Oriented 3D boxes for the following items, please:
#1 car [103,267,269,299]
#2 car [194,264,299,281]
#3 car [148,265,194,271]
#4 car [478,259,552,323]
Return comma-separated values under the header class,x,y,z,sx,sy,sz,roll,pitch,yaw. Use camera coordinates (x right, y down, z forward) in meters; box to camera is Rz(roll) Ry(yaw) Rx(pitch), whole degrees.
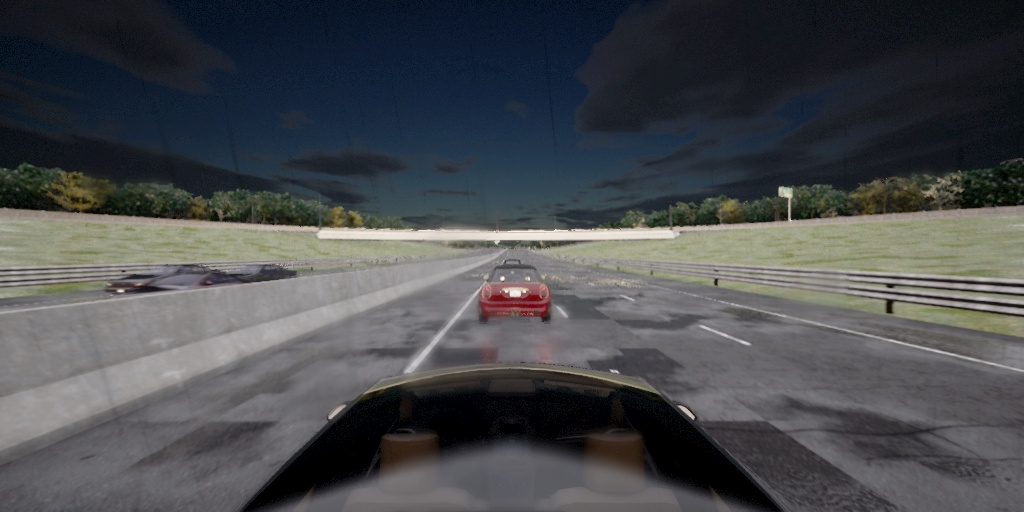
class,x,y,z,sx,sy,sz,roll,pitch,yaw
car,-10.607,1.247,11.951,1.994,1.385,4.181,0,0,0
car,-14.102,1.167,19.833,2.033,1.411,5.357,0,0,0
car,-17.605,1.176,18.798,2.033,1.411,5.357,0,0,0
car,0.082,1.034,11.945,2.097,1.767,4.553,0,0,0
